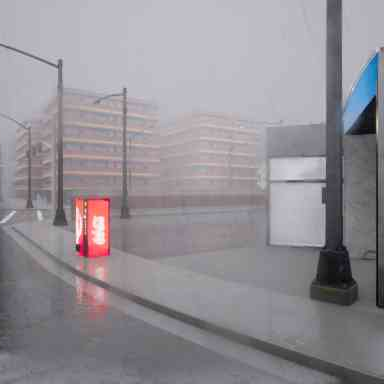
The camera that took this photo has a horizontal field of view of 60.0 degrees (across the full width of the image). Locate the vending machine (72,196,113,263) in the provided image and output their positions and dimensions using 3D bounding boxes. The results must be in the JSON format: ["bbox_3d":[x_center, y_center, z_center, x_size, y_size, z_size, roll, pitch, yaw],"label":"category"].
[{"bbox_3d":[-3.349,1.195,11.238,1.100,2.100,0.880,0,0,-36],"label":"vending machine"}]
